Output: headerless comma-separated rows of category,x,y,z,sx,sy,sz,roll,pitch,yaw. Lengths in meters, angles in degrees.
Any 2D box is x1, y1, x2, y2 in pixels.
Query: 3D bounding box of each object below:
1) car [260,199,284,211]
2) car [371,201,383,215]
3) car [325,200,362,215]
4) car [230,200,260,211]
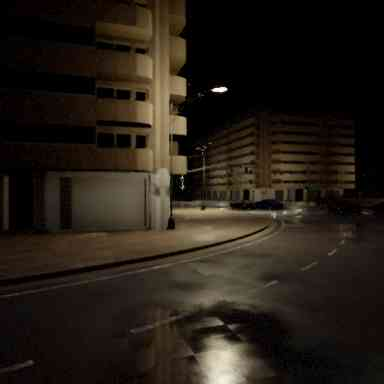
car,10.626,1.669,45.176,1.882,1.535,5.008,0,-1,-16
car,19.755,1.570,33.042,1.882,1.535,5.008,0,0,0
car,16.124,1.598,35.711,1.882,1.535,5.008,0,0,-4
car,6.925,1.808,45.436,1.895,1.301,4.718,0,0,-17
